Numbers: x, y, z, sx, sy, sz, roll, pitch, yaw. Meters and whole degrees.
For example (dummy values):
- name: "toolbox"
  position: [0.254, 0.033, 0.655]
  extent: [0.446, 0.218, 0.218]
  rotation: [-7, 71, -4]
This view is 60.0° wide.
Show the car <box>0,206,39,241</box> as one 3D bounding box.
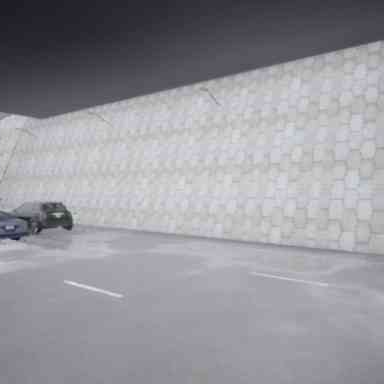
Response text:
- name: "car"
  position: [-9.469, 1.486, 15.061]
  extent: [5.357, 1.411, 2.033]
  rotation: [0, 0, 36]

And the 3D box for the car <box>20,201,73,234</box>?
- name: "car"
  position: [-8.846, 1.284, 18.919]
  extent: [4.553, 1.767, 2.097]
  rotation: [0, 0, 36]
